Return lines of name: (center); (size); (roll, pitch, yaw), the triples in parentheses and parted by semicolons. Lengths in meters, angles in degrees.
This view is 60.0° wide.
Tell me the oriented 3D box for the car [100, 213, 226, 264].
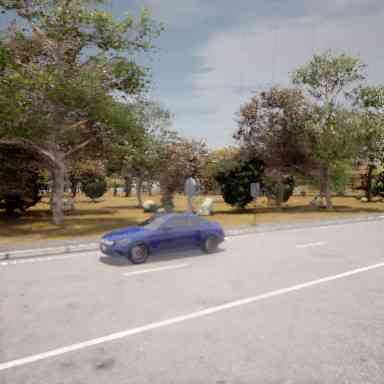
car: (-0.874, 1.502, 11.844); (4.674, 1.442, 1.812); (0, 0, -36)
